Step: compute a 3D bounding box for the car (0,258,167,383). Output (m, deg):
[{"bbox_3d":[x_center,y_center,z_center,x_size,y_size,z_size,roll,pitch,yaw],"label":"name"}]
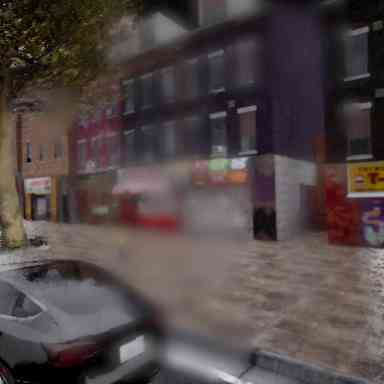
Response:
[{"bbox_3d":[-2.267,1.570,4.454,4.313,1.339,1.947,0,-2,36],"label":"car"}]
